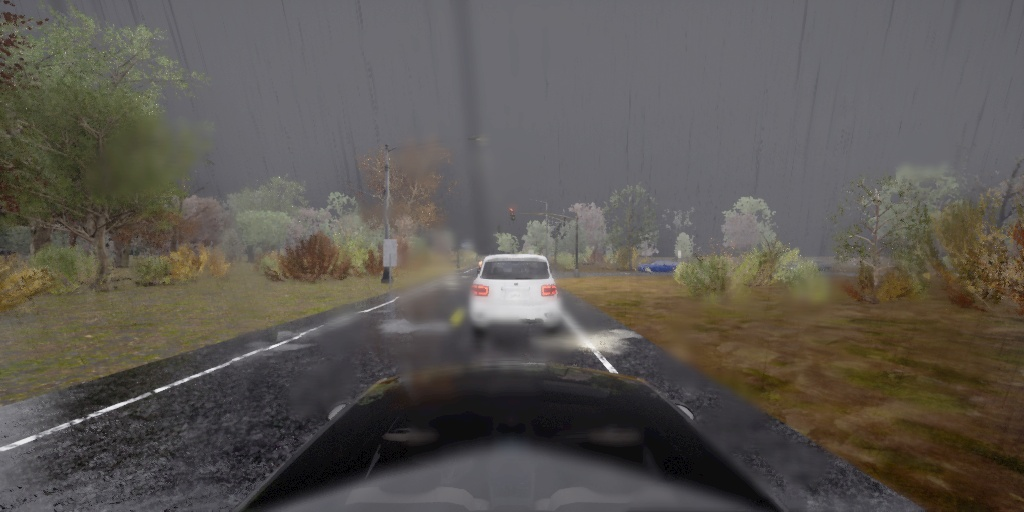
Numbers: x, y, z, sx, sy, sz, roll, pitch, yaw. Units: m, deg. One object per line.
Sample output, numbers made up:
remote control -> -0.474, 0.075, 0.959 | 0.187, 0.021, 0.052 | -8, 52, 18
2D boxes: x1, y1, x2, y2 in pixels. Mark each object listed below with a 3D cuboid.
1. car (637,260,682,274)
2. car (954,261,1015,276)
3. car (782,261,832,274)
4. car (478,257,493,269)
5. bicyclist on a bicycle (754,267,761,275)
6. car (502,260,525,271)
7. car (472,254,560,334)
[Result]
car -> 17.081, 1.239, 41.653 | 5.008, 1.535, 1.882 | 0, 0, 1
car -> 49.073, 1.279, 37.107 | 4.902, 1.511, 2.128 | 0, 0, 5
car -> 33.792, 1.264, 41.211 | 4.902, 1.511, 2.128 | 0, 0, 3
car -> -4.205, 1.104, 57.563 | 2.097, 1.767, 4.553 | 0, 0, -2
bicyclist on a bicycle -> 24.018, 1.223, 35.229 | 0.582, 1.620, 1.656 | 0, 0, 1
car -> 0.144, 1.277, 50.266 | 1.812, 1.442, 4.674 | -1, 0, -20
car -> 0.088, 0.971, 10.744 | 2.150, 2.045, 5.566 | 0, 0, 0
